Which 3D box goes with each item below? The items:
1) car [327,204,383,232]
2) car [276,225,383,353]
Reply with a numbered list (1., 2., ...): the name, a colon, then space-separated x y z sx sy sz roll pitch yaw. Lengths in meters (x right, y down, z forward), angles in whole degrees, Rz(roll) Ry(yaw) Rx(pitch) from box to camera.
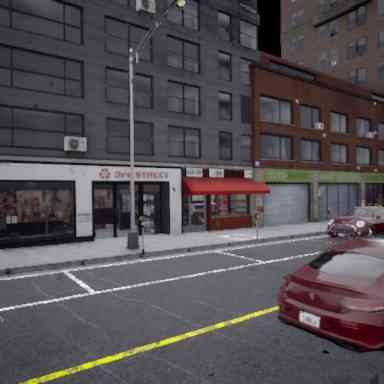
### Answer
1. car: 8.475 1.445 16.427 4.097 1.590 1.967 0 -1 -35
2. car: 3.431 1.528 5.746 4.674 1.442 1.812 0 0 -35
